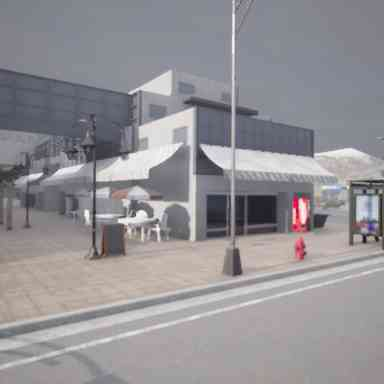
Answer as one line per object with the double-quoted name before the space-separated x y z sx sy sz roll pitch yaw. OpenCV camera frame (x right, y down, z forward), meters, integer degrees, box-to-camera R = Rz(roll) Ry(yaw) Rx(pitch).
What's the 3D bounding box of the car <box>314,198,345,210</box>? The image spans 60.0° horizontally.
"car" 20.055 1.763 49.472 5.027 1.636 2.152 1 0 -36
